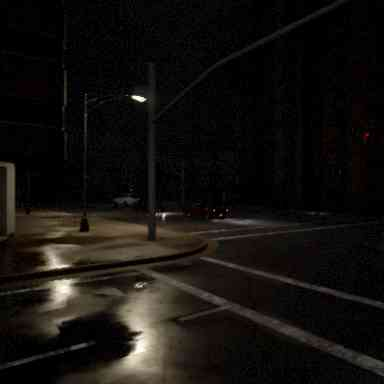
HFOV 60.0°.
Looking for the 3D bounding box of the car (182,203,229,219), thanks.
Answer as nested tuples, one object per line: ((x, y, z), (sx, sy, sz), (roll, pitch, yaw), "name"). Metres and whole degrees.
((1.168, 1.642, 29.928), (1.895, 1.301, 4.718), (0, 0, -36), "car")

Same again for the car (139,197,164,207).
((-6.568, 1.548, 53.268), (2.128, 1.511, 4.902), (0, 0, -31), "car")

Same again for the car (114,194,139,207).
((-10.013, 1.268, 51.248), (2.150, 2.045, 5.566), (0, 0, -39), "car")

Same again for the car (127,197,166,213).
((-5.101, 1.588, 38.550), (2.033, 1.411, 5.357), (0, 0, -36), "car")
